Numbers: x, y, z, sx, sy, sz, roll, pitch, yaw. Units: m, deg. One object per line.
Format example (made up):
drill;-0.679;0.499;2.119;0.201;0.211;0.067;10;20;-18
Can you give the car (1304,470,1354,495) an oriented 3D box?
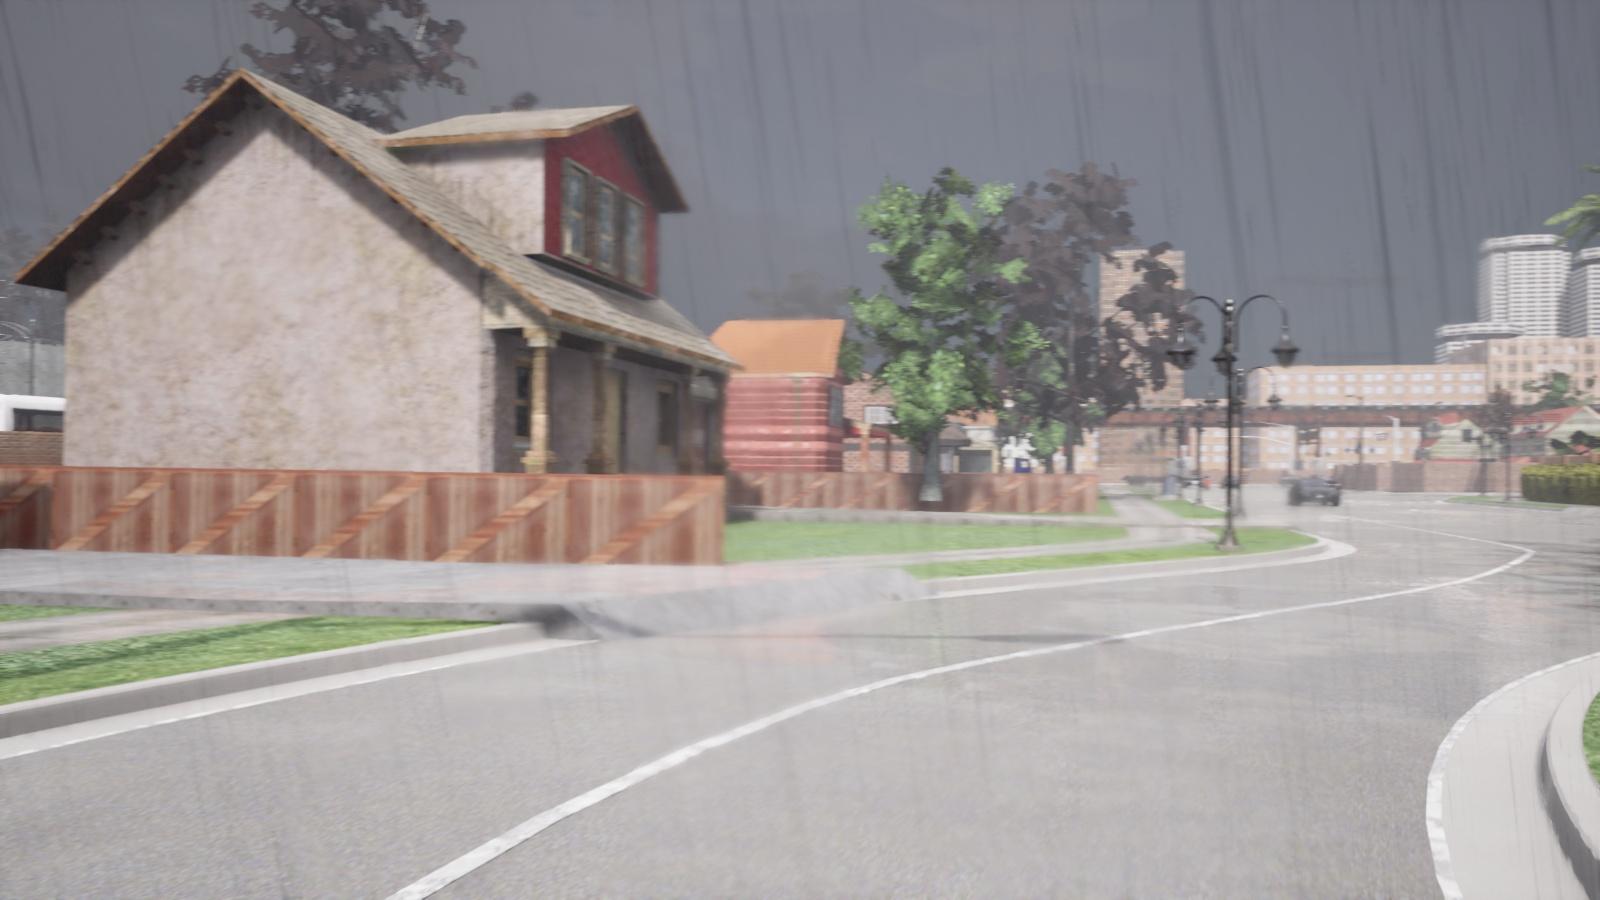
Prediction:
car;33.831;2.066;80.417;2.128;1.511;4.902;-1;0;13

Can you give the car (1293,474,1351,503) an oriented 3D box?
car;25.982;1.907;62.639;1.994;1.385;4.181;0;-1;13

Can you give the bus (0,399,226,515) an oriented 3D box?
bus;-28.856;0.338;51.615;3.944;4.253;10.273;0;-1;14
